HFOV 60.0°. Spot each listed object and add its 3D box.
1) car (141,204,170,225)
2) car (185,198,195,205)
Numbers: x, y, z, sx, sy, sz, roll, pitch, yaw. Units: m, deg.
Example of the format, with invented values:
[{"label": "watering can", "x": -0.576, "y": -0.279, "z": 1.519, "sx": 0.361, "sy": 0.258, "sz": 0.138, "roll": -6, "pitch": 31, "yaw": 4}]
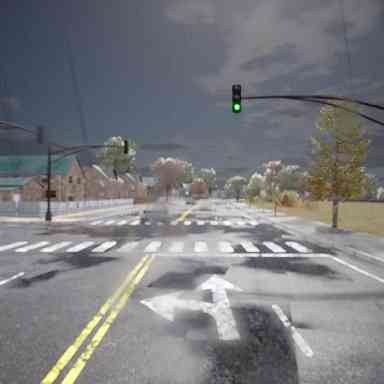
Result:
[{"label": "car", "x": -2.784, "y": 1.718, "z": 26.063, "sx": 1.812, "sy": 1.442, "sz": 4.674, "roll": 0, "pitch": 0, "yaw": 2}, {"label": "car", "x": -0.295, "y": 2.081, "z": 70.528, "sx": 2.033, "sy": 1.411, "sz": 5.357, "roll": 0, "pitch": -1, "yaw": 4}]
